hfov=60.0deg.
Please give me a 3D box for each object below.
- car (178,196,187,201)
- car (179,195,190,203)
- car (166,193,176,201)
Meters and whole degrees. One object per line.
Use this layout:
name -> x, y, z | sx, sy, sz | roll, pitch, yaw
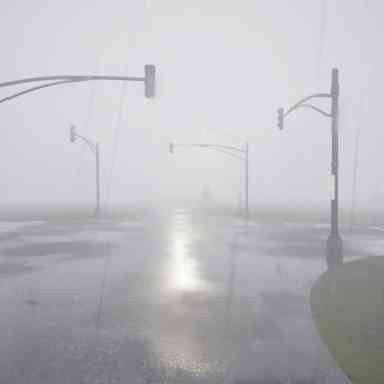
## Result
car -> -2.234, 1.559, 79.963 | 1.895, 1.301, 4.718 | 0, 0, -4
car -> -1.630, 1.384, 69.889 | 2.097, 1.767, 4.553 | 0, 0, -3
car -> -4.617, 1.013, 73.981 | 2.097, 1.767, 4.553 | 0, 0, -3
